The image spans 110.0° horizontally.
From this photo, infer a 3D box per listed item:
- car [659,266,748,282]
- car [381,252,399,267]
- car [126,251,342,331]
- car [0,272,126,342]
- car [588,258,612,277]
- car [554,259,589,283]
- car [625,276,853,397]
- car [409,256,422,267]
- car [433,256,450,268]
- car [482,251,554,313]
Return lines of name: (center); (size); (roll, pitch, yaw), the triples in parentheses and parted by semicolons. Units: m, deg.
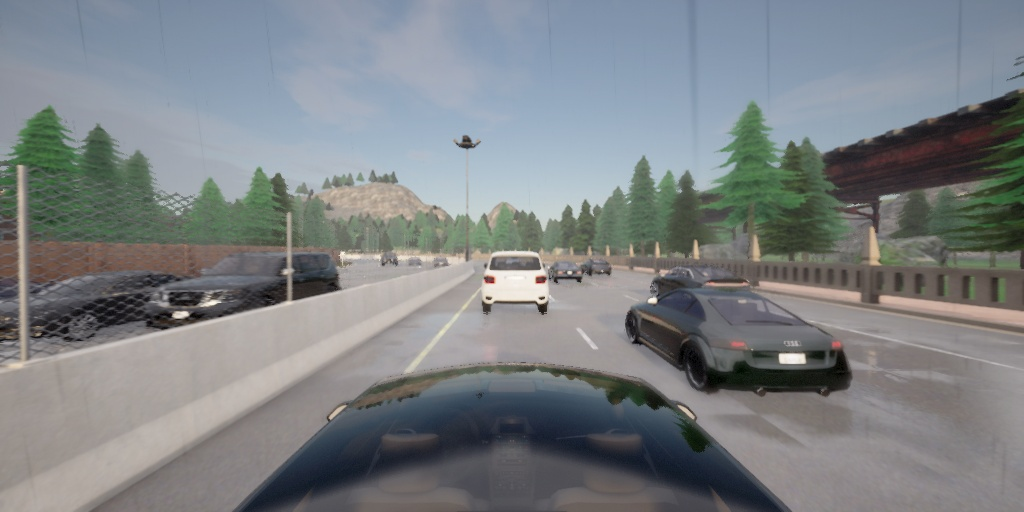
car: (7.099, 1.114, 14.019); (2.128, 1.511, 4.902); (0, 1, 0)
car: (-17.501, 0.449, 51.508); (2.150, 2.045, 5.566); (0, 1, -15)
car: (-7.102, 0.880, 10.435); (2.150, 2.045, 5.566); (0, 1, 0)
car: (-10.603, 1.172, 9.596); (1.837, 1.490, 4.892); (0, 1, 0)
car: (6.947, 0.944, 30.314); (2.128, 1.511, 4.902); (0, 1, -2)
car: (3.584, 1.056, 24.873); (2.033, 1.411, 5.357); (0, 1, 0)
car: (3.595, 1.263, 6.600); (1.994, 1.385, 4.181); (0, 1, 0)
car: (-14.109, 0.766, 52.477); (2.033, 1.411, 5.357); (0, 1, -15)
car: (-9.341, 0.761, 47.542); (2.128, 1.511, 4.902); (0, 1, -12)
car: (0.099, 0.849, 13.394); (2.150, 2.045, 5.566); (0, 1, 0)
